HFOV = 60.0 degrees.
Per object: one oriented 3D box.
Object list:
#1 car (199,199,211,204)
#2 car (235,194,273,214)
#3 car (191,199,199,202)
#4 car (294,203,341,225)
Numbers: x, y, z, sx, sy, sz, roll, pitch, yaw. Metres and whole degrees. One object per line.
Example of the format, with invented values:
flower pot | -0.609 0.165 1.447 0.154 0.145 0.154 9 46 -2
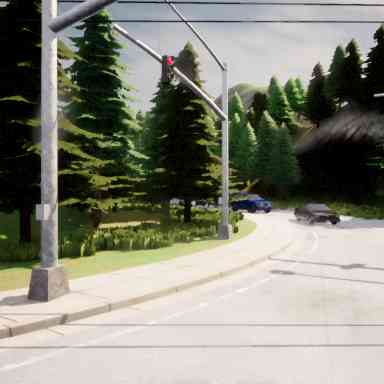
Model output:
car | 2.036 1.505 50.039 1.837 1.490 4.892 0 0 -37
car | 6.388 1.220 36.270 2.150 2.045 5.566 0 0 -25
car | -1.934 1.317 49.680 2.150 2.045 5.566 0 0 -42
car | 9.026 1.547 24.506 2.033 1.411 5.357 0 0 2
